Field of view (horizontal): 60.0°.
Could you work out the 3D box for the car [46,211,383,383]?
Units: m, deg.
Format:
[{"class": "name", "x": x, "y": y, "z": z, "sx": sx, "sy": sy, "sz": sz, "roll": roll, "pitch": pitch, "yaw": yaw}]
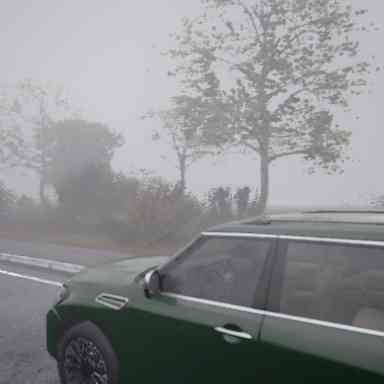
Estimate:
[{"class": "car", "x": 0.969, "y": 1.209, "z": 3.170, "sx": 5.566, "sy": 2.045, "sz": 2.150, "roll": 0, "pitch": 0, "yaw": 35}]
